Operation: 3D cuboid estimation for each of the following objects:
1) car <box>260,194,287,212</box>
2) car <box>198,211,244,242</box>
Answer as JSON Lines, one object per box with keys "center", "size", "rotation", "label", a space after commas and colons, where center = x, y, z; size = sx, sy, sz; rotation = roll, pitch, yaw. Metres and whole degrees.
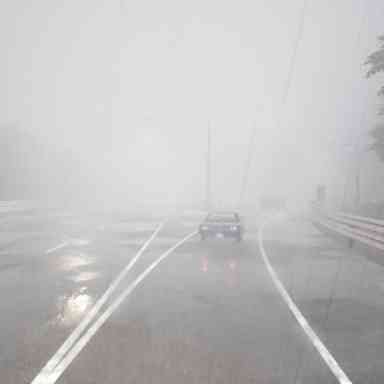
{"center": [9.679, 1.256, 39.447], "size": [2.150, 2.045, 5.566], "rotation": [0, 0, 28], "label": "car"}
{"center": [1.625, 1.605, 16.552], "size": [1.895, 1.301, 4.718], "rotation": [0, 0, 11], "label": "car"}
